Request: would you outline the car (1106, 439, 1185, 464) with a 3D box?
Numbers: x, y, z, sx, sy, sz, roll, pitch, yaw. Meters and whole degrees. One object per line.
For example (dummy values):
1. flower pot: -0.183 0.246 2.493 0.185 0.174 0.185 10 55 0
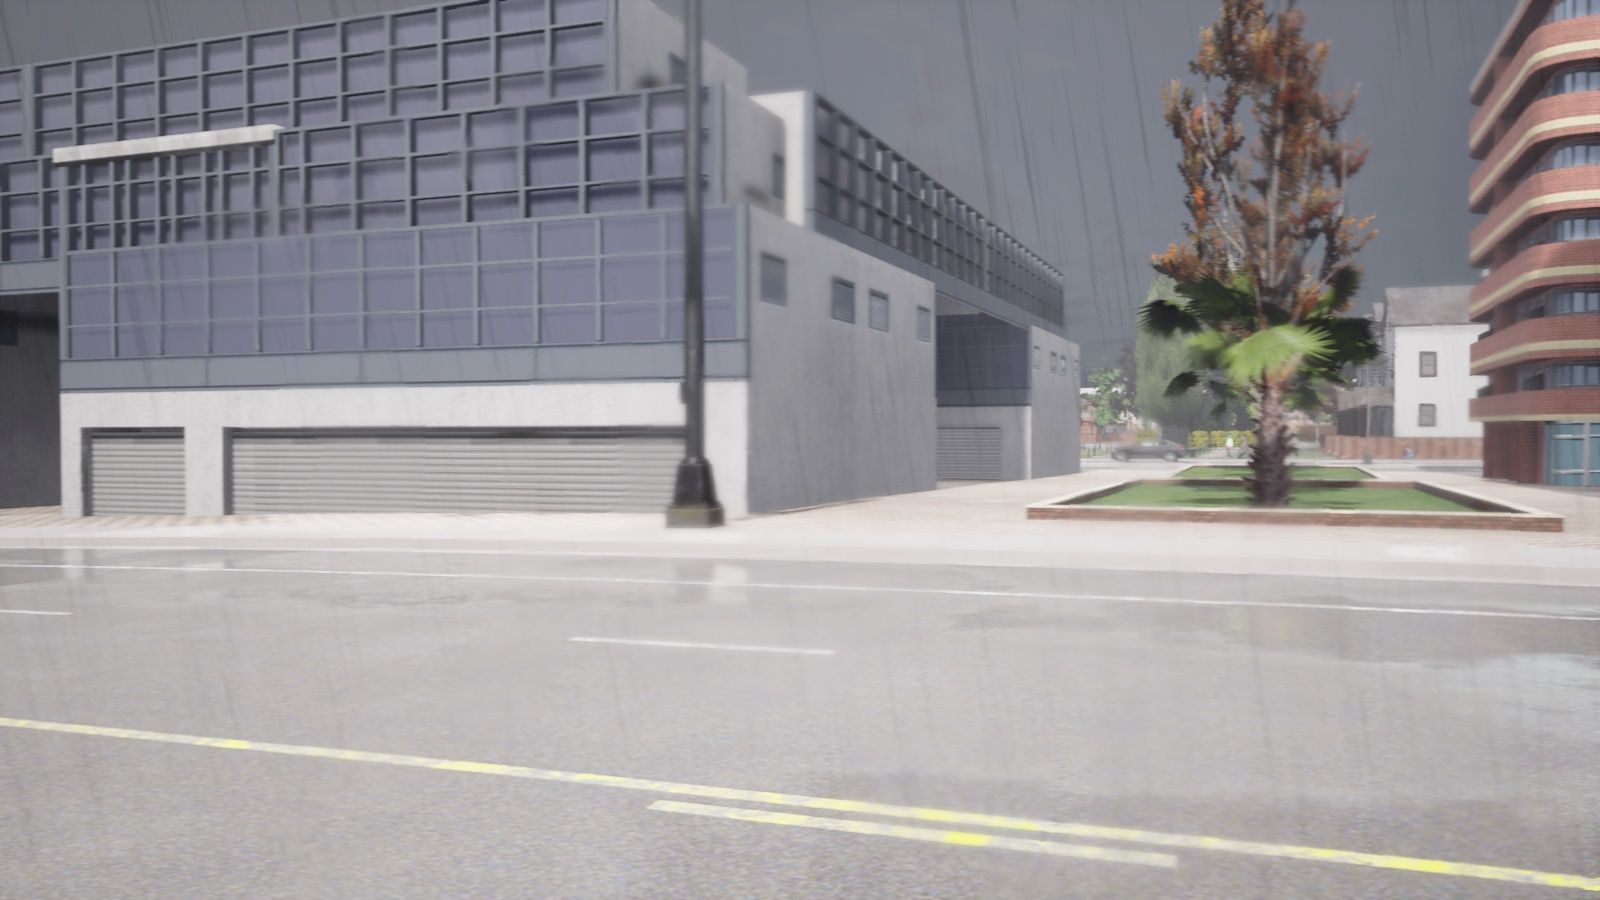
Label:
1. car: 23.790 0.110 86.429 5.027 1.651 2.152 1 1 20
